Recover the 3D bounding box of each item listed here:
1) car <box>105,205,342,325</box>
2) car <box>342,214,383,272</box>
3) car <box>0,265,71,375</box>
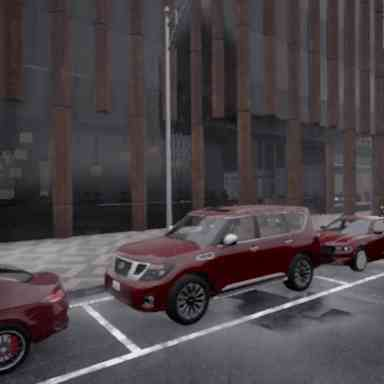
[{"bbox_3d":[0.750,1.254,7.176,5.009,1.841,2.192,-1,1,-35],"label":"car"},{"bbox_3d":[5.198,1.412,10.341,4.507,1.381,1.887,-1,1,-35],"label":"car"},{"bbox_3d":[-3.693,1.592,4.015,4.206,1.307,1.802,-1,1,-35],"label":"car"}]
